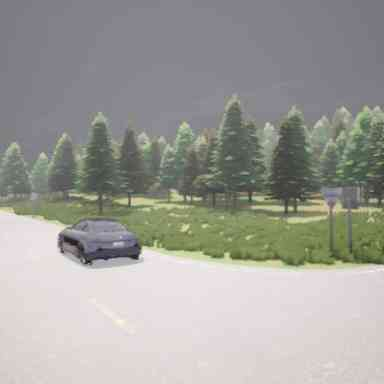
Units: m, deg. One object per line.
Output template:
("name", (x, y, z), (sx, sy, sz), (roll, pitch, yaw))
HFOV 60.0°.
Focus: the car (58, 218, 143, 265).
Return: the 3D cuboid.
("car", (-3.461, 1.630, 12.111), (1.994, 1.385, 4.181), (0, -1, -35))
